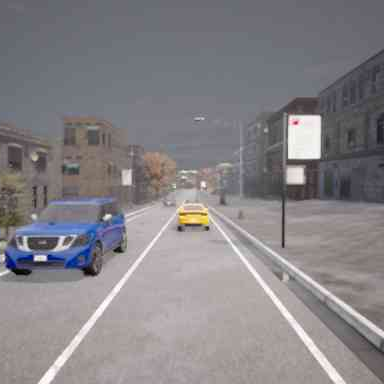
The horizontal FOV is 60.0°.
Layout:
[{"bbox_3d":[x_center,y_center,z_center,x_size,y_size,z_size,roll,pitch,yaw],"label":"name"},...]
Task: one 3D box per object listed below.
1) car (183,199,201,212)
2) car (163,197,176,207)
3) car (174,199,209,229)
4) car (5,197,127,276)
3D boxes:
[{"bbox_3d":[-0.005,1.586,40.437,2.033,1.411,5.357,0,0,0],"label":"car"},{"bbox_3d":[-3.436,1.573,52.344,2.128,1.511,4.902,0,0,1],"label":"car"},{"bbox_3d":[0.071,1.477,21.542,1.882,1.535,5.008,0,0,0],"label":"car"},{"bbox_3d":[-3.572,1.216,10.659,2.150,2.045,5.566,0,0,1],"label":"car"}]
